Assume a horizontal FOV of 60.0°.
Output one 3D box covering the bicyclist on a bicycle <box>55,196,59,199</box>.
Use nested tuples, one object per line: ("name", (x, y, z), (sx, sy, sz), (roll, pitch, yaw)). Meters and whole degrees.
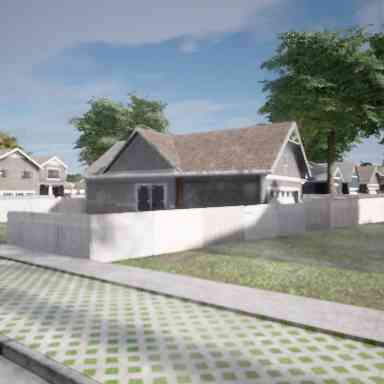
("bicyclist on a bicycle", (-12.727, 1.219, 31.306), (1.656, 1.620, 0.582), (0, 0, 34))
